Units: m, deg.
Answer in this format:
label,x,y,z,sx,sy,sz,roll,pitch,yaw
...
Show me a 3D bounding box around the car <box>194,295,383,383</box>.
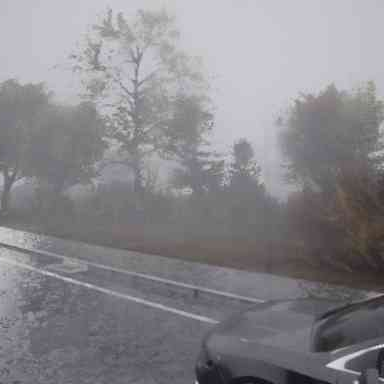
label,x,y,z,sx,sy,sz,roll,pitch,yaw
car,2.279,1.516,2.472,4.892,1.490,1.837,0,0,35
